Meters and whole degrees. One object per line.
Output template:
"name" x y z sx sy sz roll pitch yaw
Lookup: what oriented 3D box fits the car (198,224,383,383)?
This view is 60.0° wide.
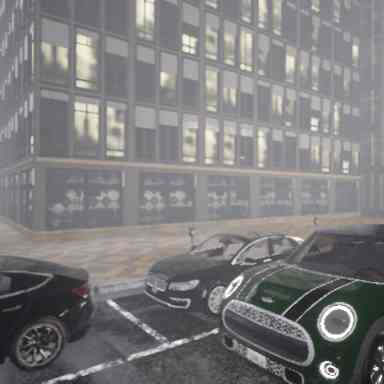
"car" 2.587 1.352 5.198 4.553 1.767 2.097 0 0 -35

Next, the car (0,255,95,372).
"car" -3.412 1.566 4.121 4.313 1.339 1.947 0 0 -35

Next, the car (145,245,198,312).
"car" 1.098 1.551 7.335 4.403 1.369 2.008 0 0 -35
